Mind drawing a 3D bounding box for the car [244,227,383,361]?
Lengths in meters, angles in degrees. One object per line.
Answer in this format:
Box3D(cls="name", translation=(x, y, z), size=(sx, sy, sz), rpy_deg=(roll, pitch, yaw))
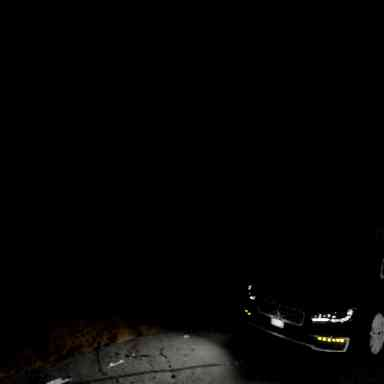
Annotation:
Box3D(cls="car", translation=(2.975, 1.471, 6.029), size=(4.892, 1.490, 1.837), rpy_deg=(-1, 1, -41))
